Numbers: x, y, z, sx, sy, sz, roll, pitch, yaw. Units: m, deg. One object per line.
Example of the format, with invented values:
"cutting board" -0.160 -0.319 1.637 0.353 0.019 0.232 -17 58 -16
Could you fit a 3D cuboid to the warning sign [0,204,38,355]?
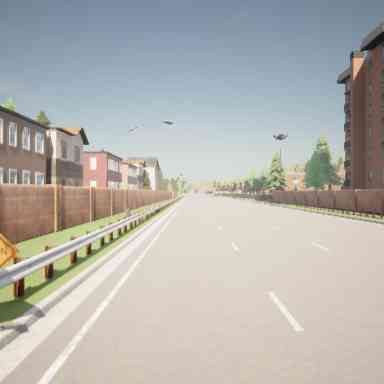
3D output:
"warning sign" -3.050 1.112 4.646 1.300 1.860 1.060 0 0 0
